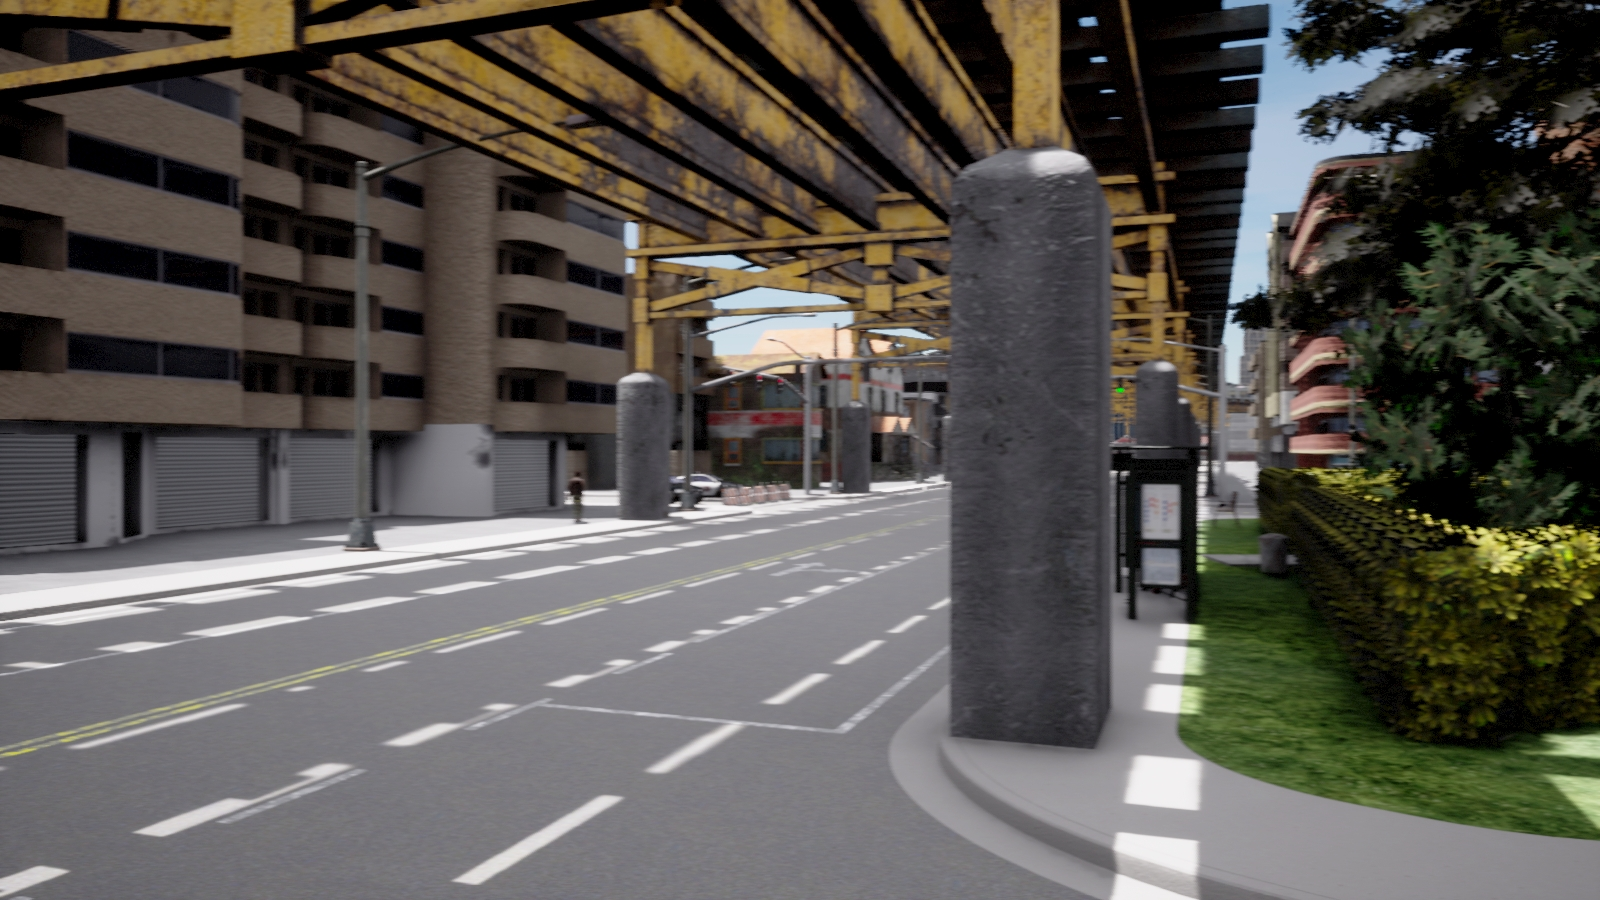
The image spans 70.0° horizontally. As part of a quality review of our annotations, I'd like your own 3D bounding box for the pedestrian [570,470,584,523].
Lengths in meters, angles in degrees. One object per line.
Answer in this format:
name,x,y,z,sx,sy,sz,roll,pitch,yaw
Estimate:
pedestrian,-7.902,1.654,40.569,0.375,1.860,0.375,0,0,11
